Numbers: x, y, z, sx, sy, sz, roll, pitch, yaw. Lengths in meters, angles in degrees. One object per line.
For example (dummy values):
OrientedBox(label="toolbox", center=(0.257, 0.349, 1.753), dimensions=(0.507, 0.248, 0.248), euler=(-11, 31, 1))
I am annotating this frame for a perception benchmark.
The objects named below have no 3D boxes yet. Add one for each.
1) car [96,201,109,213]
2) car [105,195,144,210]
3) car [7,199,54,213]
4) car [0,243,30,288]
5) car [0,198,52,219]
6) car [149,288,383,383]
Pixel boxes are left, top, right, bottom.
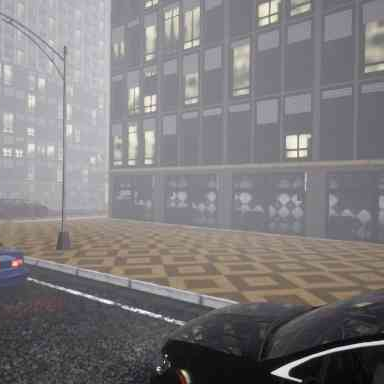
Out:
OrientedBox(label="car", center=(-9.210, 1.829, 40.137), dimensions=(1.752, 1.417, 4.829), euler=(1, 0, 37))
OrientedBox(label="car", center=(-9.880, 1.493, 48.923), dimensions=(2.150, 2.045, 5.566), euler=(1, 0, 36))
OrientedBox(label="car", center=(-19.505, 1.642, 40.319), dimensions=(1.752, 1.417, 4.829), euler=(1, 0, 37))
OrientedBox(label="car", center=(-6.071, 1.543, 8.032), dimensions=(5.357, 1.411, 2.033), euler=(0, 0, 36))
OrientedBox(label="car", center=(-16.025, 1.519, 30.938), dimensions=(2.192, 1.841, 5.009), euler=(1, 0, 37))
OrientedBox(label="car", center=(1.850, 1.505, 2.363), dimensions=(4.892, 1.490, 1.837), euler=(0, 0, 35))
